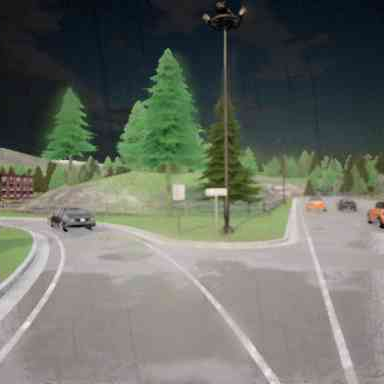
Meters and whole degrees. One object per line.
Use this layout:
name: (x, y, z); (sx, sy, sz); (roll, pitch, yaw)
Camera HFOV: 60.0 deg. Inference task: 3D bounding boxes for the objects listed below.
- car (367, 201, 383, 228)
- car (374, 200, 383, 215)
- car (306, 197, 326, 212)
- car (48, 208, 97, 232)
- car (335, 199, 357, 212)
car: (13.021, 1.368, 21.903); (2.097, 1.767, 4.553); (-1, 0, 17)
car: (20.500, 1.571, 34.283); (2.033, 1.411, 5.357); (-1, 0, 17)
car: (15.350, 1.456, 41.347); (2.097, 1.767, 4.553); (-1, 0, 17)
car: (-7.906, 1.730, 21.695); (2.033, 1.411, 5.357); (0, 0, -35)
car: (18.800, 1.577, 40.661); (1.837, 1.490, 4.892); (-1, 0, 17)
